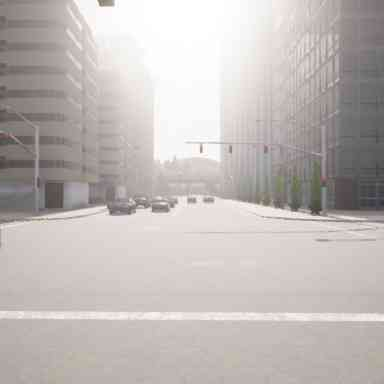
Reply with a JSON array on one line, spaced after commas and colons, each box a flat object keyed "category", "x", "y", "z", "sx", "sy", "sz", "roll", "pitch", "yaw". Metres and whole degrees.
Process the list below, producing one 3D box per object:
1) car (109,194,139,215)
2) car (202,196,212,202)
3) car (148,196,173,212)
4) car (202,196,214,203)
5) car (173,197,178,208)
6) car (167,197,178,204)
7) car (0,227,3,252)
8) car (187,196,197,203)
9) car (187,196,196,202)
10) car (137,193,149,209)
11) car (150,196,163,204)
[{"category": "car", "x": -7.122, "y": 1.352, "z": 34.465, "sx": 2.097, "sy": 1.767, "sz": 4.553, "roll": 0, "pitch": 0, "yaw": 0}, {"category": "car", "x": 3.452, "y": 1.528, "z": 76.190, "sx": 1.994, "sy": 1.385, "sz": 4.181, "roll": 0, "pitch": 0, "yaw": 0}, {"category": "car", "x": -3.625, "y": 1.505, "z": 38.963, "sx": 1.837, "sy": 1.490, "sz": 4.892, "roll": 0, "pitch": 0, "yaw": 0}, {"category": "car", "x": 3.458, "y": 1.505, "z": 67.522, "sx": 1.837, "sy": 1.490, "sz": 4.892, "roll": 0, "pitch": 0, "yaw": 0}, {"category": "car", "x": -3.627, "y": 1.353, "z": 48.196, "sx": 2.097, "sy": 1.767, "sz": 4.553, "roll": 0, "pitch": 0, "yaw": 0}, {"category": "car", "x": -3.595, "y": 1.601, "z": 62.278, "sx": 1.895, "sy": 1.301, "sz": 4.718, "roll": 0, "pitch": 0, "yaw": 0}, {"category": "car", "x": -7.106, "y": 1.468, "z": 8.764, "sx": 1.882, "sy": 1.535, "sz": 5.008, "roll": 0, "pitch": 0, "yaw": 0}, {"category": "car", "x": -0.042, "y": 1.478, "z": 66.686, "sx": 1.882, "sy": 1.535, "sz": 5.008, "roll": 0, "pitch": 0, "yaw": 0}, {"category": "car", "x": -0.048, "y": 1.522, "z": 76.014, "sx": 1.994, "sy": 1.385, "sz": 4.181, "roll": 0, "pitch": 0, "yaw": 0}, {"category": "car", "x": -7.127, "y": 1.223, "z": 46.282, "sx": 2.150, "sy": 2.045, "sz": 5.566, "roll": 0, "pitch": 0, "yaw": 0}, {"category": "car", "x": -7.062, "y": 1.493, "z": 67.121, "sx": 2.128, "sy": 1.511, "sz": 4.902, "roll": 0, "pitch": 0, "yaw": 0}]
